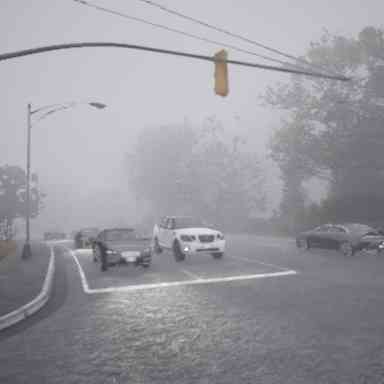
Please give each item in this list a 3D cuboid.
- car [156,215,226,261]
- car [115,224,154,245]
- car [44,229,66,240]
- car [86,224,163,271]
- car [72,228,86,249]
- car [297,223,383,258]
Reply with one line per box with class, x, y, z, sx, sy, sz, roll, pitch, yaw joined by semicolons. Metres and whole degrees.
car;-0.345;2.170;16.750;2.150;2.045;5.566;1;-4;-22
car;-4.791;3.396;26.889;1.837;1.490;4.892;1;-6;-25
car;-17.559;5.447;42.587;1.895;1.301;4.718;1;-6;-33
car;-3.073;2.308;14.109;2.128;1.511;4.902;1;-4;-22
car;-7.223;3.254;23.849;1.994;1.385;4.181;1;-6;-24
car;7.253;2.285;16.548;2.128;1.511;4.902;0;-4;-21
